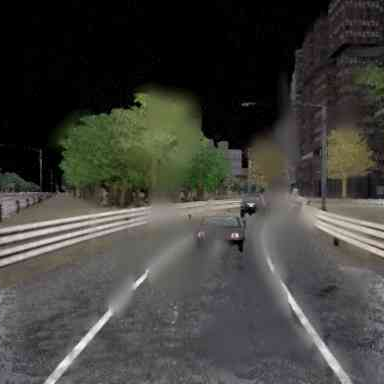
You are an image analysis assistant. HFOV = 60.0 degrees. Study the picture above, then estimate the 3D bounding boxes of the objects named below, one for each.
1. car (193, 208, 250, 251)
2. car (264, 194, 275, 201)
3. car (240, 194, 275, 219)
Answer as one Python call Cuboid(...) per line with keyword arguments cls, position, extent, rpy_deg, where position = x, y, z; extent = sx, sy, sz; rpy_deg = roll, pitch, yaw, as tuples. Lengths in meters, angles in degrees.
Cuboid(cls="car", position=(1.369, 1.607, 14.325), extent=(1.895, 1.301, 4.718), rpy_deg=(0, 0, 10))
Cuboid(cls="car", position=(20.612, 1.331, 88.300), extent=(2.097, 1.767, 4.553), rpy_deg=(0, 0, 3))
Cuboid(cls="car", position=(5.885, 1.240, 30.181), extent=(2.150, 2.045, 5.566), rpy_deg=(0, 0, 21))
